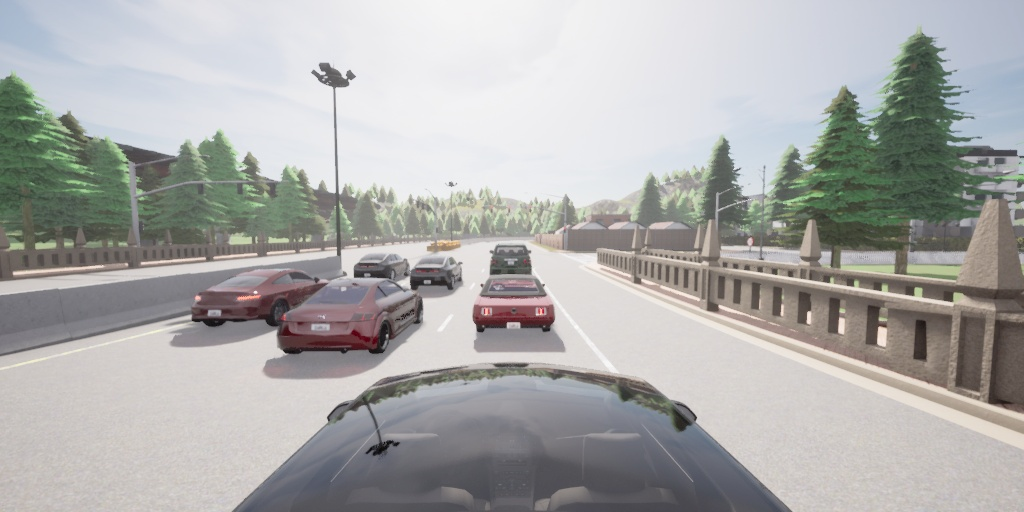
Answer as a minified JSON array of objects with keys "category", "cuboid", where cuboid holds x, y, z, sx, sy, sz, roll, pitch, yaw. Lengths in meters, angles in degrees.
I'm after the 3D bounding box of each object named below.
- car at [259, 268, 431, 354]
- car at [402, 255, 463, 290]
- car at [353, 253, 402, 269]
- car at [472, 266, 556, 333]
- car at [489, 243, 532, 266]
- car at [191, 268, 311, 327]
[{"category":"car","cuboid":[-3.467,1.195,8.477,1.994,1.385,4.181,0,2,0]},{"category":"car","cuboid":[-3.555,0.697,17.352,1.837,1.490,4.892,0,3,-1]},{"category":"car","cuboid":[-7.081,0.546,19.874,1.837,1.490,4.892,0,3,-1]},{"category":"car","cuboid":[0.021,1.172,10.178,1.895,1.301,4.718,0,2,-1]},{"category":"car","cuboid":[-0.079,0.267,19.889,2.150,2.045,5.566,0,3,-1]},{"category":"car","cuboid":[-6.985,1.076,10.680,1.812,1.442,4.674,0,2,-1]}]
